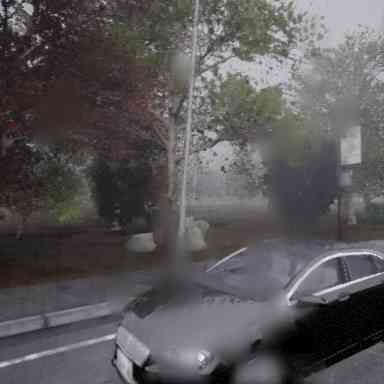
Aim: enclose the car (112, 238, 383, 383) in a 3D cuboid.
[{"bbox_3d":[1.367,1.482,4.720,4.902,1.511,2.128,0,0,-33],"label":"car"}]
